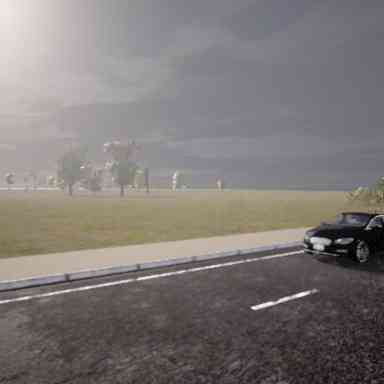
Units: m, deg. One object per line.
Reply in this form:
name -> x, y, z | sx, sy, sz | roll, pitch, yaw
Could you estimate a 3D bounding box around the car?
car -> 6.011, 1.483, 11.965 | 4.902, 1.511, 2.128 | 0, 0, -35
